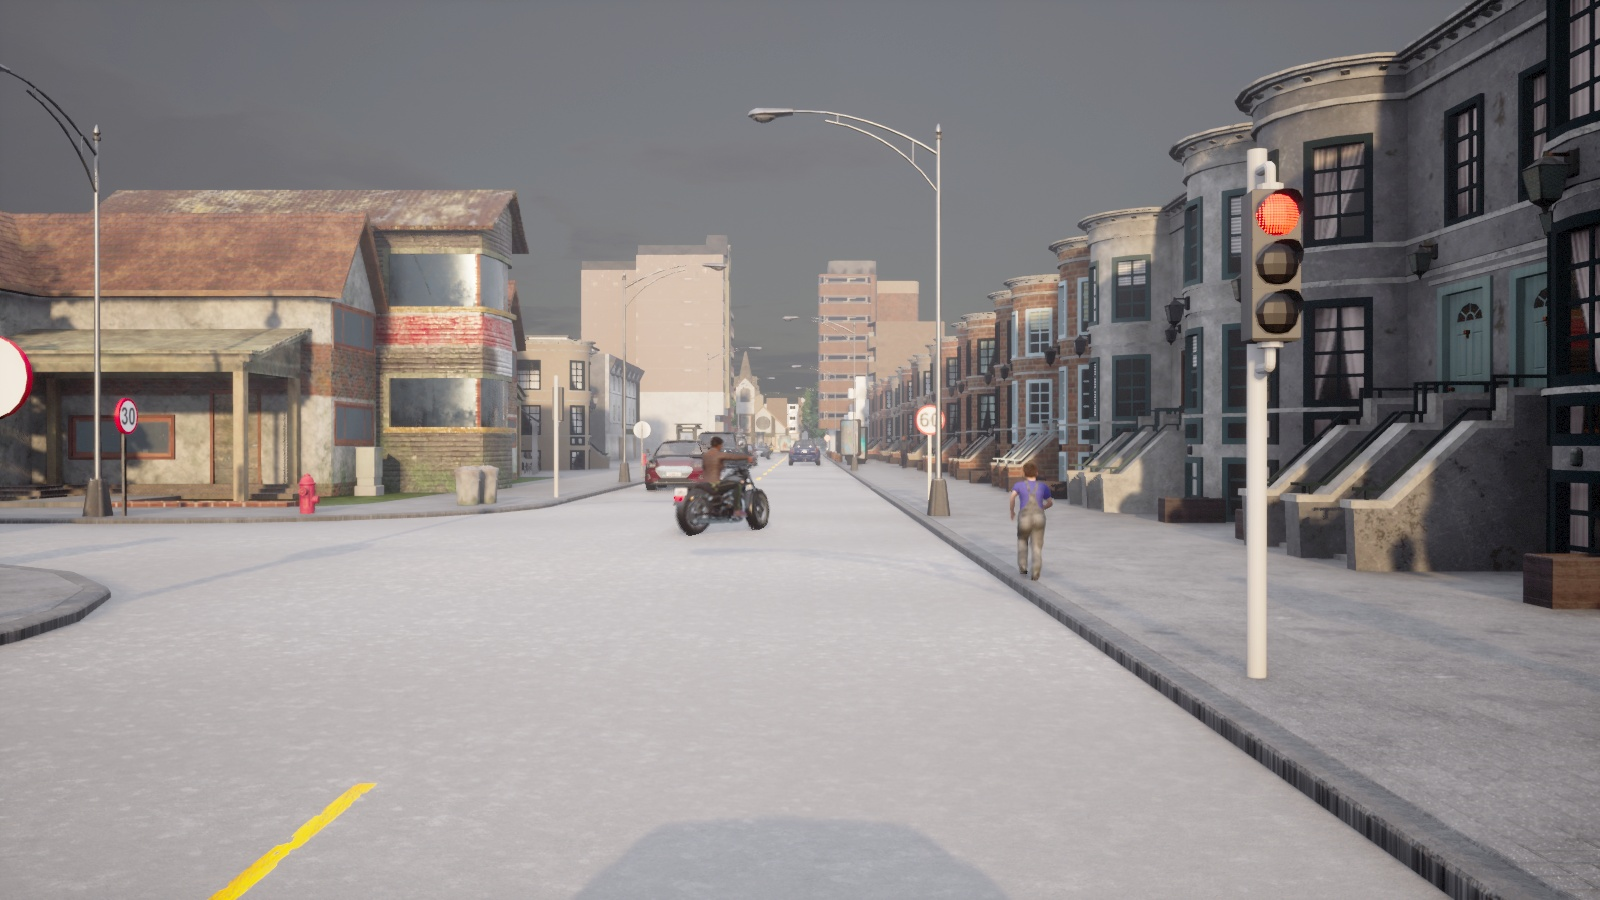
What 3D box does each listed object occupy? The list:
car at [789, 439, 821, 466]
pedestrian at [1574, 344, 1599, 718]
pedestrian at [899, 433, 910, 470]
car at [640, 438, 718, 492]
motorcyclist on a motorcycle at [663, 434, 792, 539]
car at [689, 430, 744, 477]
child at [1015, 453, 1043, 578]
[{"bbox_3d":[0.305,0.128,84.611,2.097,1.767,4.553,0,0,0],"label":"car"},{"bbox_3d":[4.591,0.424,6.398,0.659,1.952,0.873,0,0,-21],"label":"pedestrian"},{"bbox_3d":[5.603,0.081,67.329,0.423,1.949,0.788,0,0,-4],"label":"pedestrian"},{"bbox_3d":[-3.853,0.443,40.826,2.033,1.649,4.856,0,0,0],"label":"car"},{"bbox_3d":[-1.167,0.578,20.880,0.766,1.649,2.350,-2,-1,37],"label":"motorcyclist on a motorcycle"},{"bbox_3d":[-3.793,0.135,57.975,2.150,2.045,5.566,0,0,0],"label":"car"},{"bbox_3d":[2.354,0.665,12.929,0.270,1.263,0.437,0,0,9],"label":"child"}]
